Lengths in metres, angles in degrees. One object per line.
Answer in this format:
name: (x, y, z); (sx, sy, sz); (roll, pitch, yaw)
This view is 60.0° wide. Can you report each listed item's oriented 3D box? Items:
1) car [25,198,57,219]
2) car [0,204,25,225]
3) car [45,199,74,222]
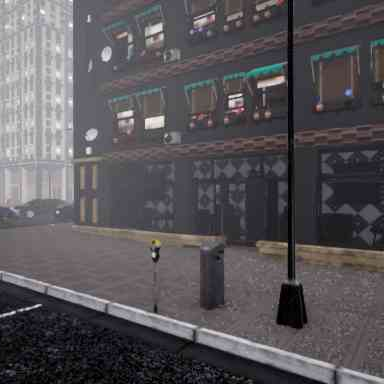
car: (-11.901, 1.239, 26.400); (1.837, 1.490, 4.892); (0, 1, 35)
car: (-12.916, 1.186, 19.833); (2.097, 1.767, 4.553); (0, 1, 42)
car: (-7.336, 1.279, 22.805); (1.947, 1.339, 4.313); (1, 1, 35)
